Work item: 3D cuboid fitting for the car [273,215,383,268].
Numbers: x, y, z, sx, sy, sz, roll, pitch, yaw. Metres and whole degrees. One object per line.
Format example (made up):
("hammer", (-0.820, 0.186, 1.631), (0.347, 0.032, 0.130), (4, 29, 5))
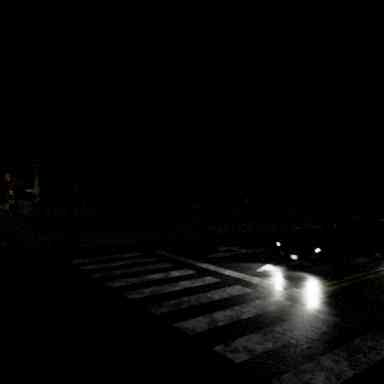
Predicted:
("car", (5.169, 1.525, 11.356), (5.357, 1.411, 2.033), (0, 0, -36))
